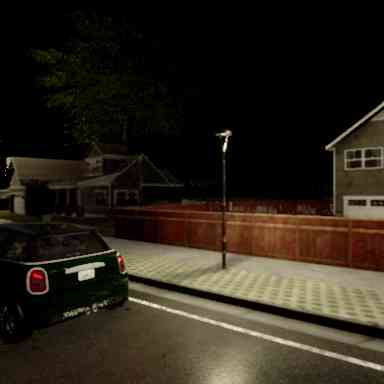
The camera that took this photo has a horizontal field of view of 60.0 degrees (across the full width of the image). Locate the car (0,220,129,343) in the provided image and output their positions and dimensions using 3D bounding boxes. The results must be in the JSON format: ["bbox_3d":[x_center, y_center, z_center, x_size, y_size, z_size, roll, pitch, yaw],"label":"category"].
[{"bbox_3d":[-3.400,1.386,6.774,4.553,1.767,2.097,0,0,38],"label":"car"}]
